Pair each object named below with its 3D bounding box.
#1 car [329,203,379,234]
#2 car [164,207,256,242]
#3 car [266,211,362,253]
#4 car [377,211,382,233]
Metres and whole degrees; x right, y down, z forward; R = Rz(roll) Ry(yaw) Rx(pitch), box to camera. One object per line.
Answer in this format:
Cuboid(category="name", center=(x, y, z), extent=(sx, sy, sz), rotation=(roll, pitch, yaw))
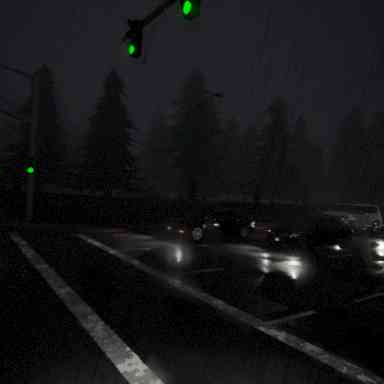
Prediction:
Cuboid(category="car", center=(11.116, 1.800, 23.318), extent=(5.566, 2.045, 2.150), rotation=(4, 0, -35))
Cuboid(category="car", center=(0.974, 1.495, 16.309), extent=(4.892, 1.490, 1.837), rotation=(3, 0, -35))
Cuboid(category="car", center=(5.456, 1.792, 15.134), extent=(4.674, 1.442, 1.812), rotation=(3, 0, -35))
Cuboid(category="car", center=(14.242, 2.251, 21.239), extent=(5.008, 1.535, 1.882), rotation=(4, 0, -35))
